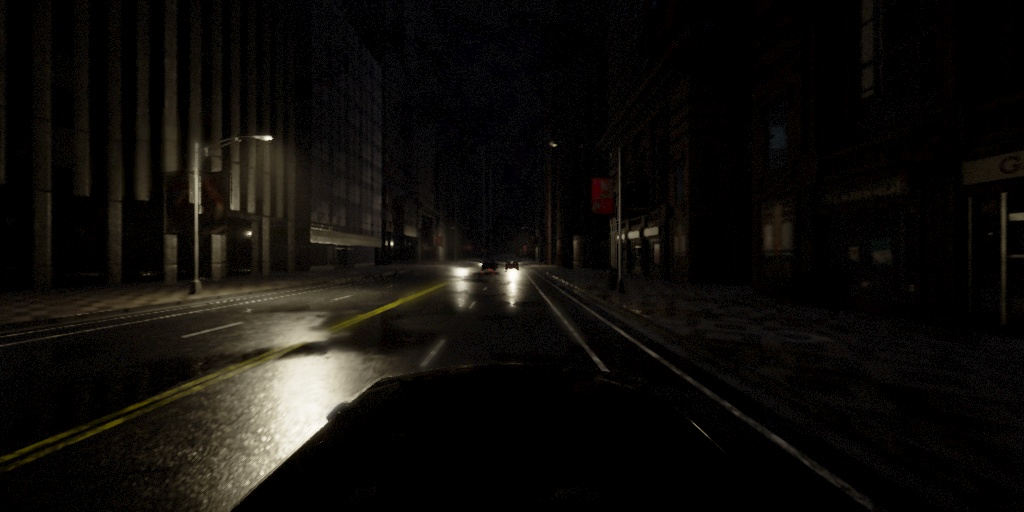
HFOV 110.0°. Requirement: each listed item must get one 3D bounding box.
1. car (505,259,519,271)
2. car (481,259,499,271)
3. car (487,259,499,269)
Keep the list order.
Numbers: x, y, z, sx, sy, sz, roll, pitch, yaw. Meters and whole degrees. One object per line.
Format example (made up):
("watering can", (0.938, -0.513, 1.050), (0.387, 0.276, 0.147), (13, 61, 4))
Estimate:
("car", (0.003, 1.294, 50.798), (2.128, 1.511, 4.902), (0, 0, 0))
("car", (-3.248, 1.280, 50.798), (1.882, 1.535, 5.008), (0, 0, 0))
("car", (-3.247, 1.334, 61.213), (1.837, 1.490, 4.892), (0, 0, 0))
